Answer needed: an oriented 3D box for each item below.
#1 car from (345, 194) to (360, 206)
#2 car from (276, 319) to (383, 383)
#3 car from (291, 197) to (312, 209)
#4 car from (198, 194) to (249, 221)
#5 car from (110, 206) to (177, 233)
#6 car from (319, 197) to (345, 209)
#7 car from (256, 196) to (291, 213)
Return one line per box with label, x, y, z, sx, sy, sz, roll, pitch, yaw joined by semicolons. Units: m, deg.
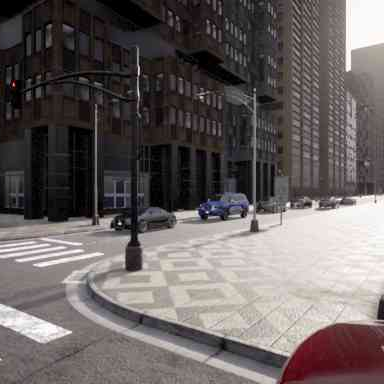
car;25.010;1.430;53.295;1.994;1.385;4.181;0;0;35
car;2.681;1.315;1.048;5.009;1.841;2.192;0;0;35
car;14.352;1.386;43.675;2.128;1.511;4.902;0;0;35
car;2.735;1.161;27.312;2.150;2.045;5.566;0;0;35
car;-2.749;1.525;19.546;1.994;1.385;4.181;0;0;35
car;17.929;1.387;43.266;2.128;1.511;4.902;0;0;35
car;8.370;1.270;35.269;2.097;1.767;4.553;0;0;35
